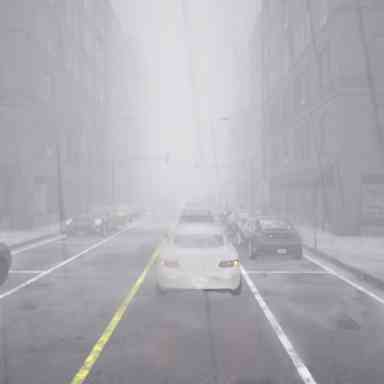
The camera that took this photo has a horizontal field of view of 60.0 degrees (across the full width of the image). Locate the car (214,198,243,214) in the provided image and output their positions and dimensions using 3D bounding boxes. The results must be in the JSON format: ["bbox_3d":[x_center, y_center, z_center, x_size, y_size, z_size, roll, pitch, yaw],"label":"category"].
[{"bbox_3d":[2.829,1.430,23.246,1.967,1.590,4.097,0,0,1],"label":"car"}]

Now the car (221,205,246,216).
[{"bbox_3d":[2.780,1.574,17.727,1.802,1.307,4.206,0,0,1],"label":"car"}]

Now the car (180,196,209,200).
[{"bbox_3d":[0.101,1.464,31.049,1.882,1.535,5.008,0,0,-4],"label":"car"}]

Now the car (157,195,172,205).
[{"bbox_3d":[-4.904,1.525,55.908,2.008,1.369,4.403,0,0,1],"label":"car"}]

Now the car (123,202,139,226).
[{"bbox_3d":[-5.197,1.515,23.139,1.752,1.417,4.829,0,0,1],"label":"car"}]

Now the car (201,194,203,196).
[{"bbox_3d":[3.223,1.551,67.207,1.802,1.307,4.206,0,0,1],"label":"car"}]

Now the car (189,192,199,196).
[{"bbox_3d":[0.754,1.302,85.967,2.097,1.767,4.553,0,0,1],"label":"car"}]

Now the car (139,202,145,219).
[{"bbox_3d":[-5.146,1.538,28.828,2.008,1.369,4.403,0,0,1],"label":"car"}]

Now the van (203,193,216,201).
[{"bbox_3d":[3.121,1.315,55.845,1.690,1.788,3.998,0,0,1],"label":"van"}]

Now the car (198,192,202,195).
[{"bbox_3d":[3.376,1.268,84.250,2.192,1.841,5.009,0,0,1],"label":"car"}]

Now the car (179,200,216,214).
[{"bbox_3d":[0.258,1.469,19.029,1.882,1.535,5.008,0,0,1],"label":"car"}]

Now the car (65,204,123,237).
[{"bbox_3d":[-5.245,1.432,17.792,1.967,1.590,4.097,0,0,1],"label":"car"}]

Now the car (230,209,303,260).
[{"bbox_3d":[2.730,1.546,12.209,2.008,1.369,4.403,0,0,1],"label":"car"}]

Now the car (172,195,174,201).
[{"bbox_3d":[-4.853,1.516,61.590,1.887,1.381,4.507,0,0,1],"label":"car"}]

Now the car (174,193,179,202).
[{"bbox_3d":[-4.701,1.485,78.465,1.752,1.417,4.829,0,0,1],"label":"car"}]

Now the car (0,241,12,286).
[{"bbox_3d":[-5.344,1.579,6.755,1.802,1.307,4.206,0,0,1],"label":"car"}]

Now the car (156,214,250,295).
[{"bbox_3d":[0.161,1.522,8.574,1.812,1.442,4.674,0,0,1],"label":"car"}]
